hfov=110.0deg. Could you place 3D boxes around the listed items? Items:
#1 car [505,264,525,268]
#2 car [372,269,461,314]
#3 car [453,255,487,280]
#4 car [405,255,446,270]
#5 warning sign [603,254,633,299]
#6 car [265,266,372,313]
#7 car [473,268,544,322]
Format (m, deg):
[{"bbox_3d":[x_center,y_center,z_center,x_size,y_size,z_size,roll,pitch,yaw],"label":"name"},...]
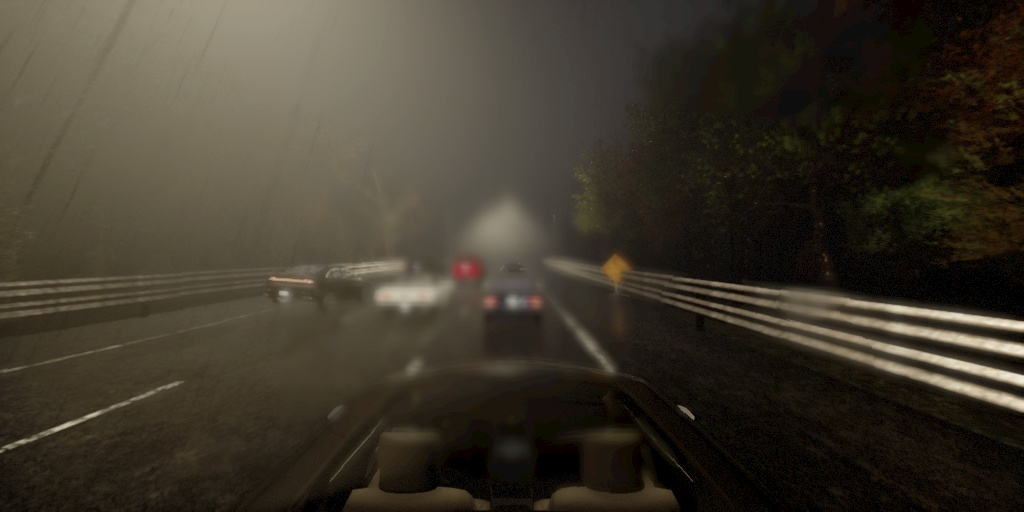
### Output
[{"bbox_3d":[0.226,1.286,27.178,2.033,1.411,5.357,0,0,1],"label":"car"},{"bbox_3d":[-3.410,1.348,13.808,1.895,1.301,4.718,0,0,1],"label":"car"},{"bbox_3d":[-3.247,0.961,28.311,2.150,2.045,5.566,0,0,1],"label":"car"},{"bbox_3d":[-6.746,0.962,28.341,2.150,2.045,5.566,0,0,1],"label":"car"},{"bbox_3d":[4.611,0.861,15.553,1.300,1.860,1.060,0,0,0],"label":"warning sign"},{"bbox_3d":[-6.919,1.142,13.523,2.128,1.511,4.902,4,-4,2],"label":"car"},{"bbox_3d":[0.063,1.295,12.233,2.033,1.411,5.357,0,0,1],"label":"car"}]
